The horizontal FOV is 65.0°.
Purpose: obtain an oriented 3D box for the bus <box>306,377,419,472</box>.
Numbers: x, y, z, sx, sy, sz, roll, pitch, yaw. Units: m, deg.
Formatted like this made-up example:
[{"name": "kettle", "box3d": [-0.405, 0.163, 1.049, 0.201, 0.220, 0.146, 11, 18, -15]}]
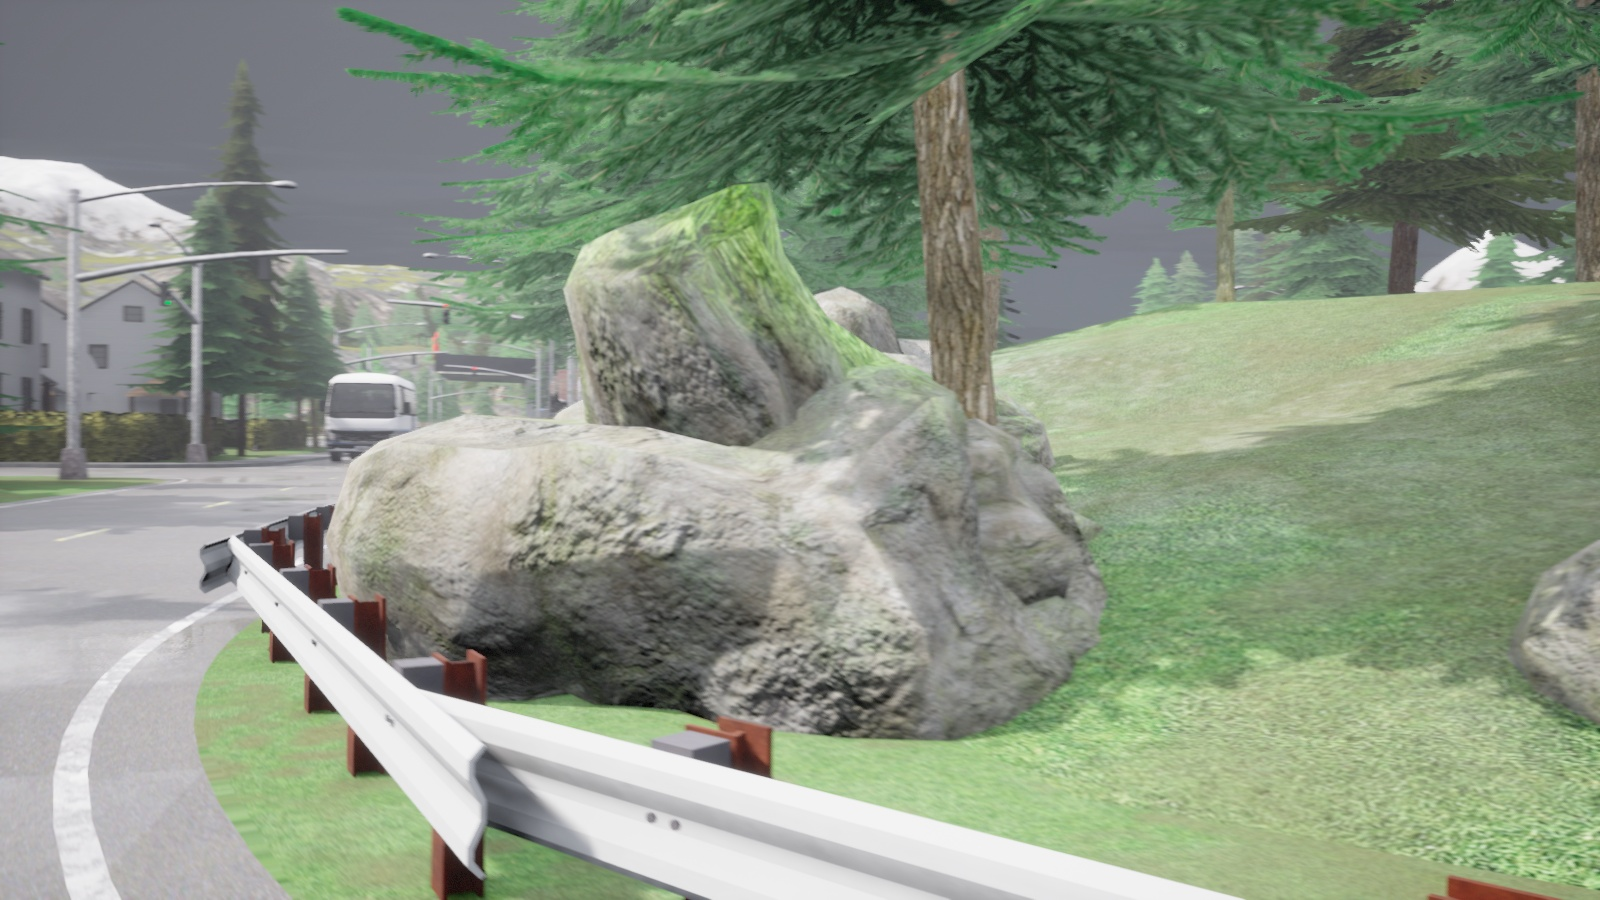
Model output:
[{"name": "bus", "box3d": [-21.270, -1.198, 61.768, 3.944, 4.253, 10.273, -1, 1, -12]}]
